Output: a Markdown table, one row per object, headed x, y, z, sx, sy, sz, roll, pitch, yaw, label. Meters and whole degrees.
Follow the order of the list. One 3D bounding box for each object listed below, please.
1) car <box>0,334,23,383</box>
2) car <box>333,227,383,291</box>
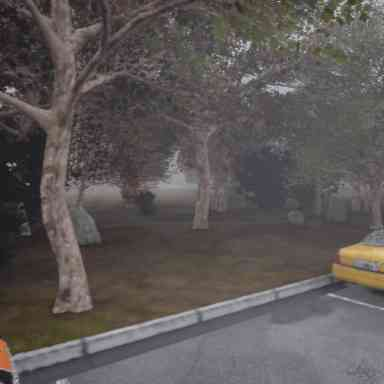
| x | y | z | sx | sy | sz | roll | pitch | yaw | label |
| --- | --- | --- | --- | --- | --- | --- | --- | --- | --- |
| -3.335 | 1.353 | 1.649 | 4.553 | 1.767 | 2.185 | 0 | 1 | -33 | car |
| 5.638 | 1.406 | 8.050 | 5.366 | 1.575 | 1.946 | -1 | 1 | -33 | car |
